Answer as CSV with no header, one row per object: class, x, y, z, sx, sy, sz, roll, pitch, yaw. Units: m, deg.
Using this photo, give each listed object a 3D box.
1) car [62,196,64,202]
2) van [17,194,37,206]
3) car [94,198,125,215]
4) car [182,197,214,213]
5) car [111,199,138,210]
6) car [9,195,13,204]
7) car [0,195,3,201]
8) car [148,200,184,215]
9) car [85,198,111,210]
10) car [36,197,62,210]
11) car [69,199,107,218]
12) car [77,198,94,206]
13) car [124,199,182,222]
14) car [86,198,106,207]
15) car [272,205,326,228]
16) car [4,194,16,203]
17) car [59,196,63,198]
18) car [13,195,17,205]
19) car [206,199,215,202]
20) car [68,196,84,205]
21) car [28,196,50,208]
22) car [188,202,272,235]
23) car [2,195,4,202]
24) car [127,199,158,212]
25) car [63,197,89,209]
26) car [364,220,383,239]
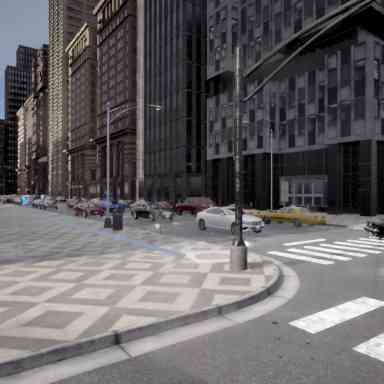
car,-19.193,1.705,54.714,2.033,1.411,5.357,0,0,-35
van,-29.246,1.506,58.944,1.690,1.788,3.998,0,0,-35
car,-8.675,1.560,34.493,1.882,1.535,5.008,0,0,-35
car,0.350,1.399,31.867,2.192,1.841,5.009,0,0,-35
car,-9.355,1.681,45.586,2.008,1.369,4.403,0,0,-35
car,-35.716,1.781,68.090,1.802,1.307,4.206,0,0,-35
car,-45.421,1.692,81.811,1.967,1.590,4.097,0,0,-35
car,-2.885,1.644,36.440,1.887,1.381,4.507,0,0,-35
car,-13.142,1.606,46.248,1.882,1.535,5.008,0,0,-35
car,-19.540,1.697,45.223,1.802,1.307,4.206,0,0,-35
car,-9.835,1.613,31.502,1.887,1.381,4.507,0,0,-35
car,-19.060,1.761,59.306,1.802,1.307,4.206,0,0,-35
car,-3.232,1.548,26.786,2.128,1.511,4.902,0,0,-35
car,-15.825,1.728,54.733,1.947,1.339,4.313,0,0,-35
car,6.722,1.579,22.859,1.752,1.417,4.829,0,0,-35
car,-38.951,1.531,72.665,2.192,1.841,5.009,0,0,-35
car,-28.764,1.670,73.025,1.967,1.590,4.097,0,0,-35
car,-32.383,1.707,63.378,1.752,1.417,4.829,0,0,-35
car,3.487,1.594,27.432,1.752,1.417,4.829,0,0,-35
car,-22.295,1.636,63.879,1.967,1.590,4.097,0,0,-35
car,-22.775,1.713,49.796,1.802,1.307,4.206,0,0,-35
car,2.054,1.557,19.273,1.812,1.442,4.674,0,0,-37
car,-42.186,1.816,77.237,1.802,1.307,4.206,0,0,-35
car,-6.218,1.640,41.152,1.752,1.417,4.829,0,0,-35
car,-14.655,1.676,42.989,1.994,1.385,4.181,0,0,-37
car,10.568,1.616,15.151,4.718,1.301,1.895,0,0,13
